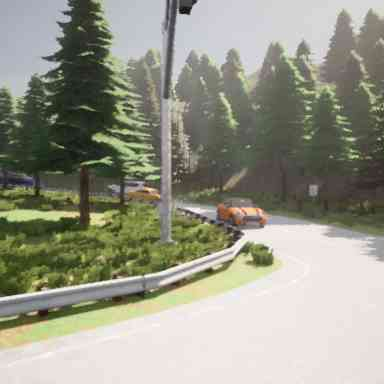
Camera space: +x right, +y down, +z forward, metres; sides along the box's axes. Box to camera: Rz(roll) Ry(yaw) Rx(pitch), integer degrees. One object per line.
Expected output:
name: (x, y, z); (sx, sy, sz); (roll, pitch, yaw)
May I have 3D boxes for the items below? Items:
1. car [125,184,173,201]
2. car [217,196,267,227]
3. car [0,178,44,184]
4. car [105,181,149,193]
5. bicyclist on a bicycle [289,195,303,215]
car: (-4.121, 0.433, 33.247); (5.008, 1.535, 1.882); (6, 3, 35)
car: (3.122, 1.196, 21.529); (2.097, 1.767, 4.553); (0, 2, -11)
car: (-19.592, -1.204, 37.947); (5.566, 2.045, 2.150); (5, 1, 11)
car: (-7.547, -0.303, 39.225); (5.566, 2.045, 2.150); (5, 1, 21)
bicyclist on a bicycle: (8.535, 1.006, 27.010); (1.656, 1.620, 0.582); (-11, 8, -20)
